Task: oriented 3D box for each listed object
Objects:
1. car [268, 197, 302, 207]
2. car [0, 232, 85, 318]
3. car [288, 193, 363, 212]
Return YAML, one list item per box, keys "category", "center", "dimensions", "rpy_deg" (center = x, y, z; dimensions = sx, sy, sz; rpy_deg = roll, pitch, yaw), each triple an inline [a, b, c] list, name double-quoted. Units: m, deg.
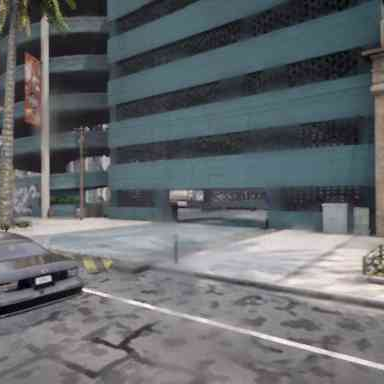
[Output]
- category: "car"
  center: [14.470, 1.473, 51.683]
  dimensions: [4.674, 1.452, 2.002]
  rpy_deg: [-1, 0, 36]
- category: "car"
  center: [-4.653, 1.614, 7.313]
  dimensions: [5.357, 1.411, 2.033]
  rpy_deg: [-1, 0, 36]
- category: "car"
  center: [9.583, 1.076, 23.220]
  dimensions: [5.566, 2.045, 2.435]
  rpy_deg: [-1, 0, 36]
